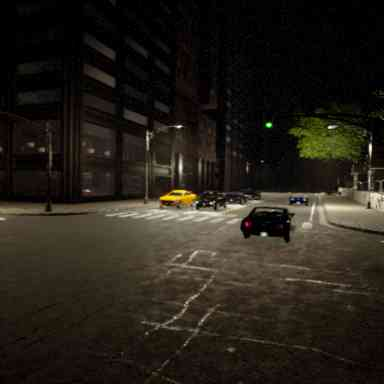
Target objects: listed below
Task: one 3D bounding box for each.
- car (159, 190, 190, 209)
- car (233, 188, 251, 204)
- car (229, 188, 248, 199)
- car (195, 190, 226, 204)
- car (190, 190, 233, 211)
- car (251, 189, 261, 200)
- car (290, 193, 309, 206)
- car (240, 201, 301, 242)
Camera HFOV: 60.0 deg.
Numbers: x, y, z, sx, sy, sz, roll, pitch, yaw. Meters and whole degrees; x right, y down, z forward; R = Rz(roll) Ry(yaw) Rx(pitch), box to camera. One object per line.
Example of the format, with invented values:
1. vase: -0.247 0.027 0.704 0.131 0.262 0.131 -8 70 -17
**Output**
1. car: -1.219 0.631 30.185 1.882 1.535 5.008 2 2 21
2. car: 4.960 0.625 37.301 1.994 1.385 4.181 2 2 21
3. car: 7.398 0.153 52.753 1.882 1.535 5.008 2 2 21
4. car: 2.255 0.509 39.318 2.033 1.411 5.357 2 2 21
5. car: 1.808 0.740 28.999 1.837 1.490 4.892 2 2 21
6. car: 8.598 0.361 46.866 1.837 1.490 4.892 1 2 20
7. car: 12.017 0.782 37.088 1.895 1.301 4.718 2 2 21
8. car: 3.547 1.270 14.735 1.895 1.301 4.718 2 2 21
